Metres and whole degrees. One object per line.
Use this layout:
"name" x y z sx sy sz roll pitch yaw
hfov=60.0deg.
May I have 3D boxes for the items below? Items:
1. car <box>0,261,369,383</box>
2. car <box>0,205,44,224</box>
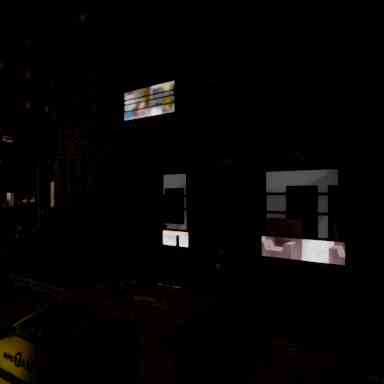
"car" -0.825 1.525 3.444 4.829 1.417 1.752 0 0 35
"car" -14.601 1.868 27.743 1.994 1.385 4.181 0 -1 35
